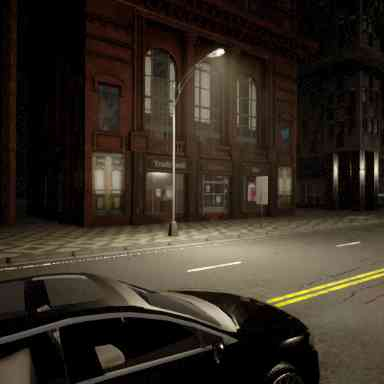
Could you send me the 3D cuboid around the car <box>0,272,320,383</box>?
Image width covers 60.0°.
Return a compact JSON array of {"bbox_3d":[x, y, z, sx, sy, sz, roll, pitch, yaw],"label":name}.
[{"bbox_3d":[-0.922,1.492,2.782,4.902,1.511,2.128,0,0,-35],"label":"car"}]
